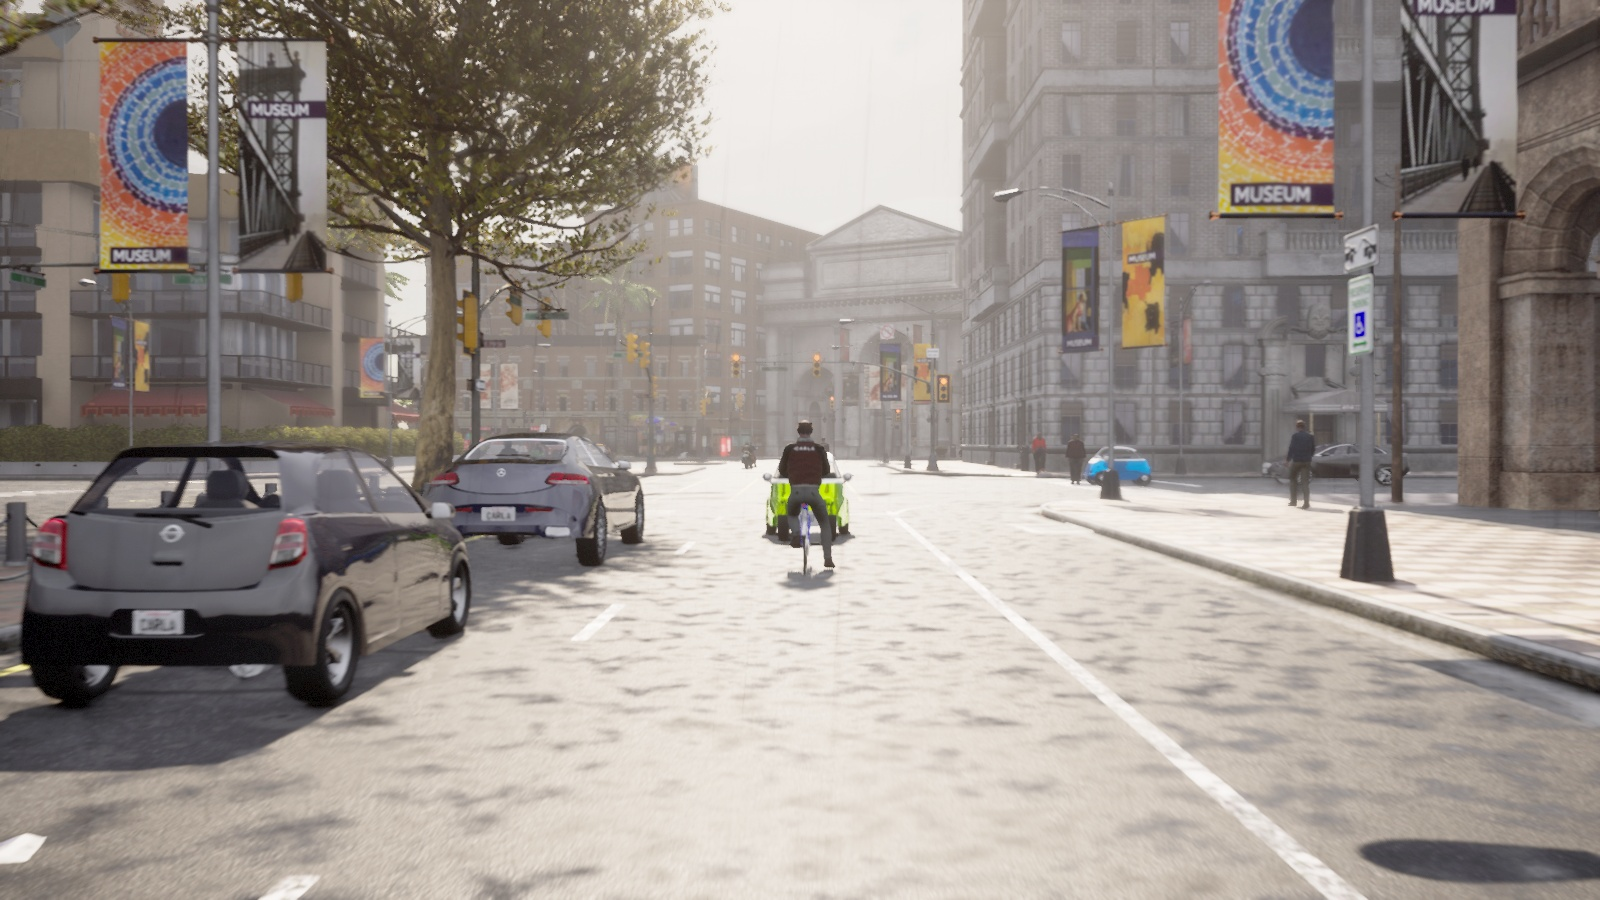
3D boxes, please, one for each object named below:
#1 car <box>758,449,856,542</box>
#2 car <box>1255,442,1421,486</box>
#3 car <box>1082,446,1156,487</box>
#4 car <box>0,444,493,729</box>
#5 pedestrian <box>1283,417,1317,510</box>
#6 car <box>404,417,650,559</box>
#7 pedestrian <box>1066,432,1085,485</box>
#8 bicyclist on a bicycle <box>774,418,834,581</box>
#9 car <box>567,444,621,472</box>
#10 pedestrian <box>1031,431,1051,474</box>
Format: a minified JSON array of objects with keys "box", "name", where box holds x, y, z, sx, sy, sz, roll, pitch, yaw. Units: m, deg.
[{"box":[0.117,0.689,19.974,1.481,1.376,2.207,0,1,1],"name":"car"},{"box":[18.787,0.470,44.015,4.902,1.511,2.128,0,0,0],"name":"car"},{"box":[11.144,0.562,44.015,2.207,1.376,1.481,0,0,0],"name":"car"},{"box":[-3.437,0.710,8.446,1.845,1.501,3.633,0,0,0],"name":"car"},{"box":[10.142,0.268,25.482,0.402,1.842,0.726,0,0,0],"name":"pedestrian"},{"box":[-3.466,0.426,17.063,2.152,1.651,5.027,0,0,1],"name":"car"},{"box":[9.821,0.293,44.674,0.634,1.844,0.899,0,0,14],"name":"pedestrian"},{"box":[0.061,0.535,14.610,0.659,1.776,1.843,0,1,1],"name":"bicyclist on a bicycle"},{"box":[-11.099,0.402,67.925,2.033,1.411,5.357,0,0,0],"name":"car"},{"box":[10.281,0.108,53.684,0.634,1.844,0.899,0,0,-4],"name":"pedestrian"}]
